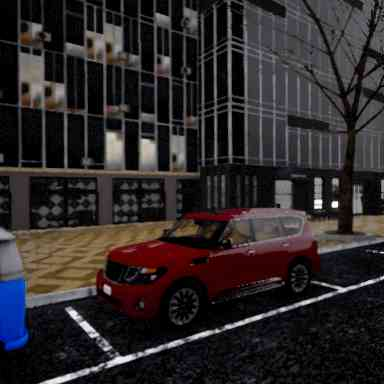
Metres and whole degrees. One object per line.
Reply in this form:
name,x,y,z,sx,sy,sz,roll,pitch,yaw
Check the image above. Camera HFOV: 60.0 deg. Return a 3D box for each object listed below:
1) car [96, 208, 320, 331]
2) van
car,0.635,1.309,7.022,5.009,1.841,2.192,0,0,-36
van,-4.003,1.343,3.713,3.998,1.788,1.690,0,0,-36
